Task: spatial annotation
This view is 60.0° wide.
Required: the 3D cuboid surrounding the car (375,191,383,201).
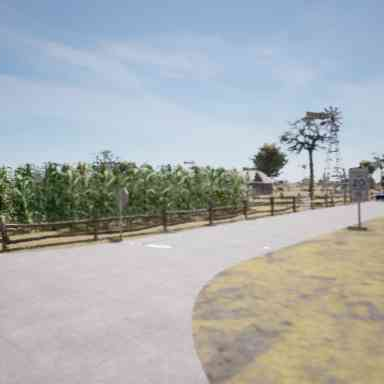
[{"bbox_3d":[25.279,0.511,43.153,1.895,1.301,4.718,-1,0,42],"label":"car"}]
